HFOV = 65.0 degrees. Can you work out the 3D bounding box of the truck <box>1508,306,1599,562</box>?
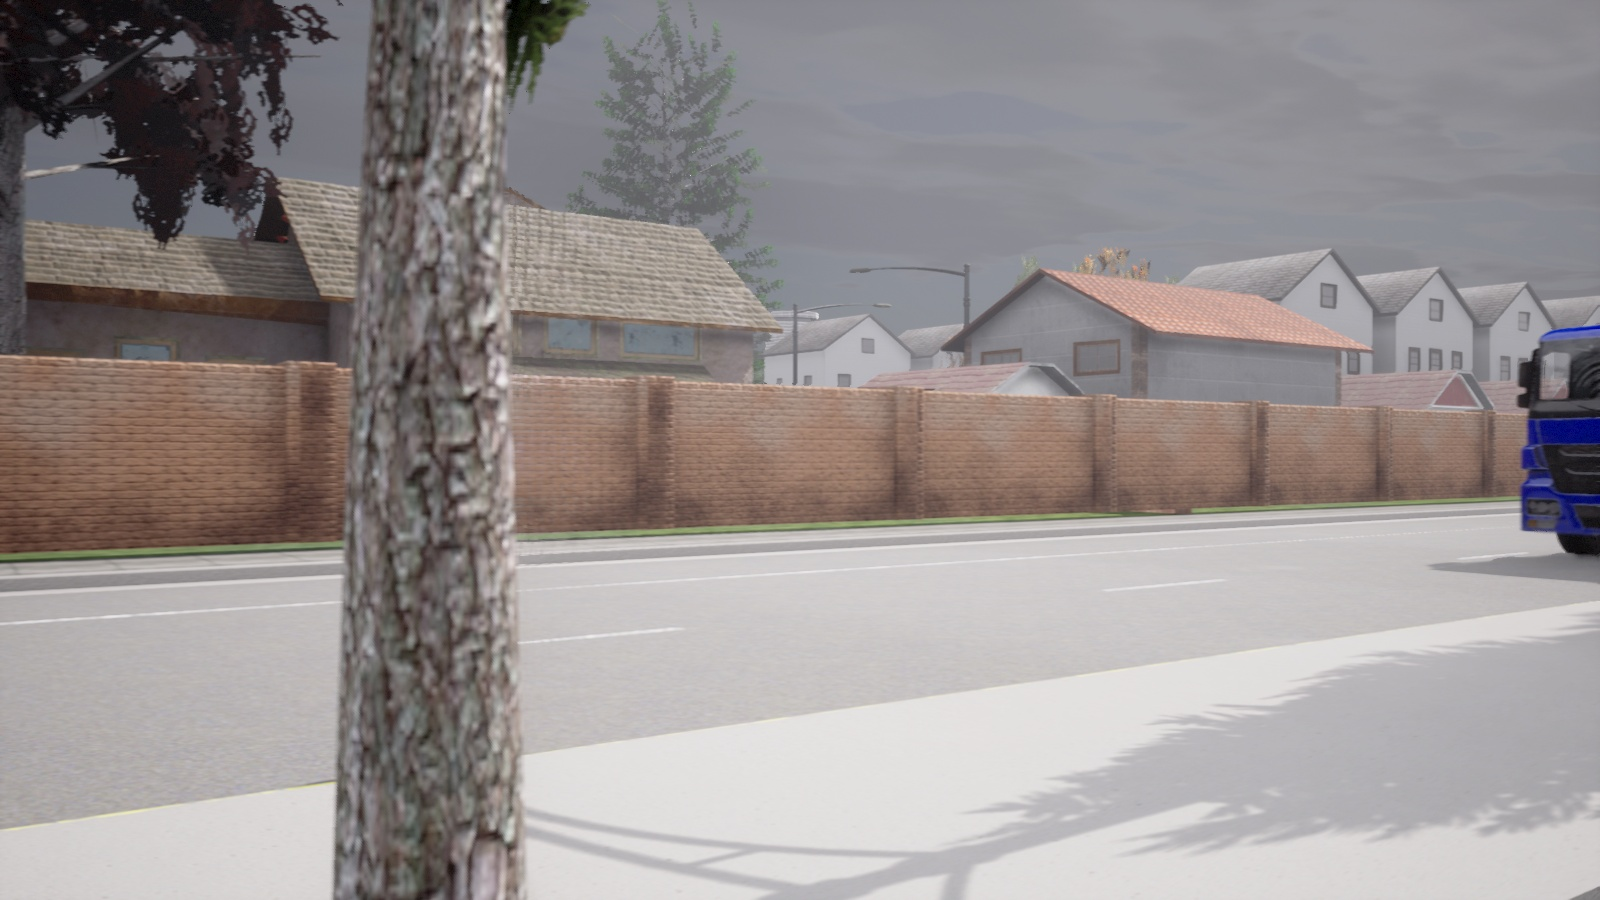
[{"bbox_3d":[14.219,-0.220,19.043,7.936,3.462,2.891,0,0,-35],"label":"truck"}]
